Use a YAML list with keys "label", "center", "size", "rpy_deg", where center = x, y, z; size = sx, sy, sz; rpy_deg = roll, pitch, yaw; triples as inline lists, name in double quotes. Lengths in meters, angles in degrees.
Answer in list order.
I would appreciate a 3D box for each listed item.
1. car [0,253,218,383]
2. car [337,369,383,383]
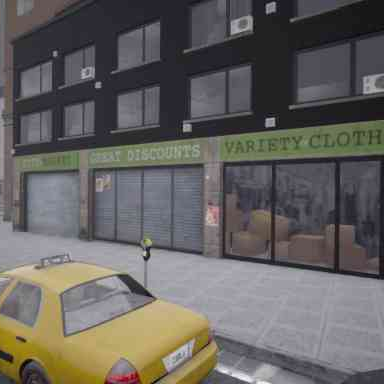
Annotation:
- label: "car"
  center: [-2.003, 1.524, 4.510]
  size: [4.829, 1.417, 1.752]
  rpy_deg: [0, 1, 35]
- label: "car"
  center: [2.689, 1.551, 1.177]
  size: [4.403, 1.369, 2.008]
  rpy_deg: [0, 1, 35]
